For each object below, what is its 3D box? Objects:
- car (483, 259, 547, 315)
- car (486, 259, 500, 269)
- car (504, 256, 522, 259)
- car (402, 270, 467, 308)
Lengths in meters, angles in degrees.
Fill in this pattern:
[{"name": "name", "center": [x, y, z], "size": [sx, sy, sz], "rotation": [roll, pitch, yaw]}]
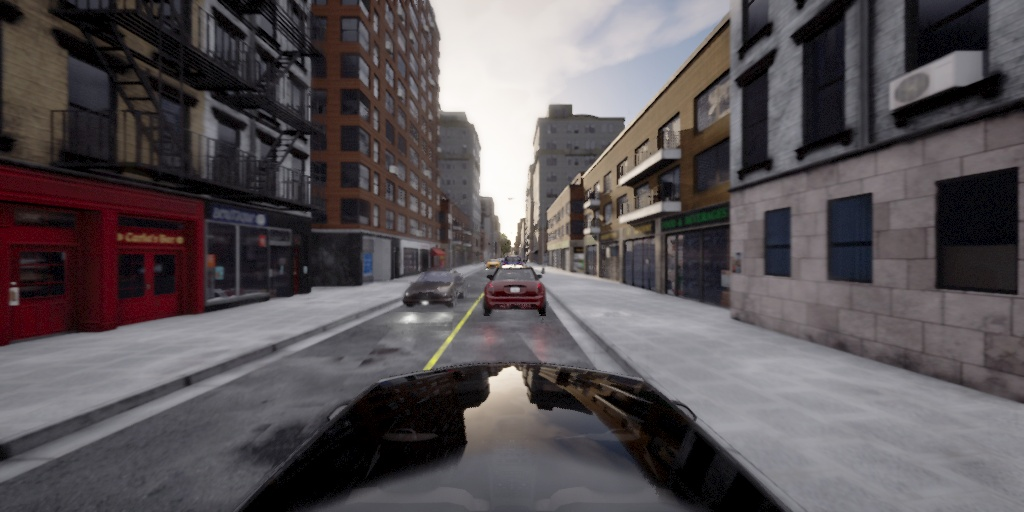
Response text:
[{"name": "car", "center": [0.101, 1.109, 13.637], "size": [2.097, 1.767, 4.553], "rotation": [0, 0, 0]}, {"name": "car", "center": [-3.048, 1.275, 57.856], "size": [1.882, 1.535, 5.008], "rotation": [0, 0, 0]}, {"name": "car", "center": [0.102, 0.994, 36.365], "size": [2.150, 2.045, 5.566], "rotation": [0, 0, 0]}, {"name": "car", "center": [-3.100, 1.306, 15.490], "size": [2.033, 1.411, 5.357], "rotation": [0, 0, 0]}]
